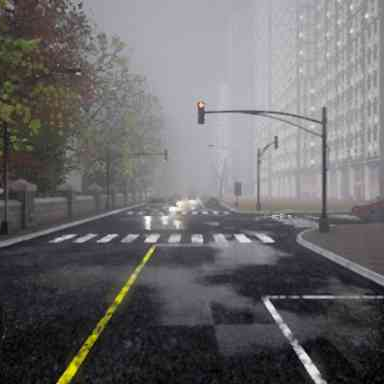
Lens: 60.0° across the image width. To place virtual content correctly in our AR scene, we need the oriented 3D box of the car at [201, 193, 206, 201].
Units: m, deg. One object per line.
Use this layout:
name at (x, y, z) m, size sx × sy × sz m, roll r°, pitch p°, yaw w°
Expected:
car at (2.683, 1.254, 48.072) m, size 1.947 × 1.339 × 4.313 m, roll 0°, pitch 0°, yaw 0°

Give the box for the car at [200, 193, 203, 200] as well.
car at (2.682, 1.221, 53.705) m, size 1.947 × 1.339 × 4.313 m, roll 0°, pitch 0°, yaw 0°

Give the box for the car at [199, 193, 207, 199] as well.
car at (2.677, 0.938, 81.865) m, size 1.967 × 1.590 × 4.097 m, roll 0°, pitch 0°, yaw 0°

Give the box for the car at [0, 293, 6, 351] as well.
car at (-3.100, 1.477, 1.921) m, size 2.128 × 1.511 × 4.902 m, roll 0°, pitch 0°, yaw 0°

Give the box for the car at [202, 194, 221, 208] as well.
car at (2.684, 1.289, 42.440) m, size 1.947 × 1.339 × 4.313 m, roll 0°, pitch 0°, yaw 0°

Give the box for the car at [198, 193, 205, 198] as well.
car at (2.674, 0.990, 93.130) m, size 2.008 × 1.369 × 4.403 m, roll 0°, pitch 0°, yaw 0°

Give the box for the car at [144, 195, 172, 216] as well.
car at (-3.107, 1.322, 30.607) m, size 1.812 × 1.442 × 4.674 m, roll 0°, pitch 0°, yaw 0°

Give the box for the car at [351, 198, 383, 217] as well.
car at (14.601, 1.124, 25.650) m, size 4.181 × 1.385 × 1.994 m, roll -1°, pitch 0°, yaw 0°

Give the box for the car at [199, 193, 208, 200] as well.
car at (2.678, 0.968, 76.233) m, size 1.967 × 1.590 × 4.097 m, roll 0°, pitch 0°, yaw 0°

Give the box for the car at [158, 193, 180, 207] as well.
car at (-3.103, 1.192, 45.504) m, size 2.128 × 1.511 × 4.902 m, roll 0°, pitch 1°, yaw 0°

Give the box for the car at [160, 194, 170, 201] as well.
car at (-5.701, 1.084, 70.431) m, size 1.752 × 1.417 × 4.829 m, roll 0°, pitch 0°, yaw 0°

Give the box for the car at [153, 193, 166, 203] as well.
car at (-5.699, 1.062, 59.335) m, size 1.967 × 1.590 × 4.097 m, roll 0°, pitch 0°, yaw 0°

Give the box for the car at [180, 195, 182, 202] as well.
car at (-3.020, 1.070, 64.441) m, size 1.882 × 1.535 × 5.008 m, roll 0°, pitch 0°, yaw 0°

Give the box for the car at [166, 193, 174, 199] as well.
car at (-5.705, 1.013, 87.496) m, size 1.887 × 1.381 × 4.507 m, roll 0°, pitch 0°, yaw 0°

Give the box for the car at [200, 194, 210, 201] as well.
car at (2.679, 1.103, 70.602) m, size 1.887 × 1.381 × 4.507 m, roll 0°, pitch 0°, yaw 0°

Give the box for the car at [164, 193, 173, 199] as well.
car at (-5.703, 0.938, 81.863) m, size 1.967 × 1.590 × 4.097 m, roll 0°, pitch 0°, yaw 0°

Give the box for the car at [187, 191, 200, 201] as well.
car at (-0.013, 1.104, 69.308) m, size 2.033 × 1.411 × 5.357 m, roll 0°, pitch 0°, yaw 0°
